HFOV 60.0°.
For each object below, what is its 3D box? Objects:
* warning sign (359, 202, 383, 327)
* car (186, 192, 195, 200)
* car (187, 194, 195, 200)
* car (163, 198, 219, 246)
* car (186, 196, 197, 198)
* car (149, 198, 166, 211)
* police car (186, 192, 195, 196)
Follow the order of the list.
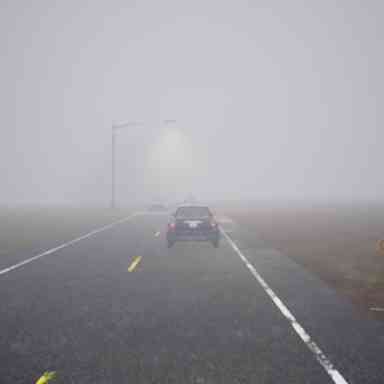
[{"bbox_3d":[3.540,1.100,5.231,1.300,1.860,1.060,0,0,0],"label":"warning sign"},{"bbox_3d":[-0.440,1.057,91.323,2.150,2.045,5.566,0,0,-2],"label":"car"},{"bbox_3d":[-0.252,1.316,85.290,1.882,1.535,5.008,0,0,-2],"label":"car"},{"bbox_3d":[0.039,1.310,15.057,2.097,1.767,4.553,0,0,0],"label":"car"},{"bbox_3d":[-0.095,1.409,31.458,2.128,1.511,4.902,0,0,-1],"label":"car"},{"bbox_3d":[-3.873,1.381,38.518,1.882,1.535,5.008,0,0,-1],"label":"car"},{"bbox_3d":[0.030,1.272,75.394,1.930,1.638,5.238,0,0,-2],"label":"police car"}]
